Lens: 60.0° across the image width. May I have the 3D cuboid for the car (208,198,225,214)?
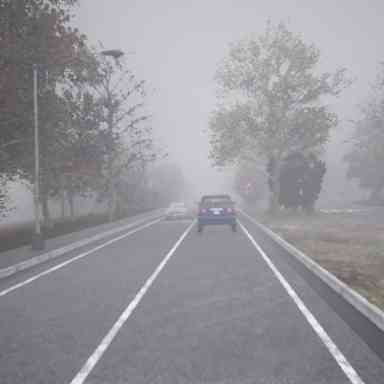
[{"bbox_3d":[2.788,1.538,37.720,1.837,1.490,4.892,-2,0,4],"label":"car"}]

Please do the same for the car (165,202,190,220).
[{"bbox_3d":[-1.190,1.609,28.990,1.812,1.442,4.674,-2,0,4],"label":"car"}]

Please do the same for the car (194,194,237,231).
[{"bbox_3d":[1.495,1.166,20.108,2.150,2.045,5.566,-2,0,4],"label":"car"}]

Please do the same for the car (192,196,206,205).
[{"bbox_3d":[1.373,1.549,61.773,2.128,1.511,4.902,-2,0,6],"label":"car"}]
